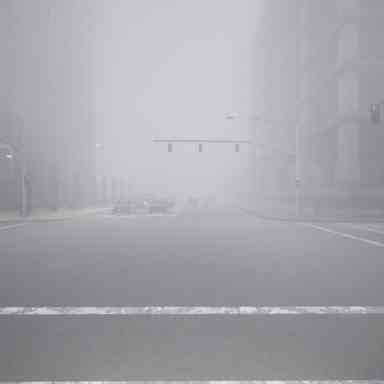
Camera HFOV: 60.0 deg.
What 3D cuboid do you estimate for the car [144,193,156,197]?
[{"bbox_3d":[-7.070,1.221,54.657,2.150,2.045,5.566,0,0,0],"label":"car"}]

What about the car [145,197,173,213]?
[{"bbox_3d":[-3.588,1.547,37.057,2.033,1.411,5.357,0,0,0],"label":"car"}]

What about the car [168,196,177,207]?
[{"bbox_3d":[-3.584,1.478,46.703,1.882,1.535,5.008,0,0,0],"label":"car"}]

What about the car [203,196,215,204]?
[{"bbox_3d":[3.521,1.492,64.594,2.128,1.511,4.902,0,0,0],"label":"car"}]

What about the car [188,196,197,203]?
[{"bbox_3d":[0.123,1.564,69.868,1.994,1.385,4.181,0,0,0],"label":"car"}]

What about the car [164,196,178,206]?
[{"bbox_3d":[-3.565,1.492,57.066,2.128,1.511,4.902,0,0,0],"label":"car"}]

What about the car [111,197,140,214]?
[{"bbox_3d":[-7.089,1.505,34.889,1.837,1.490,4.892,0,0,0],"label":"car"}]

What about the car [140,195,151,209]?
[{"bbox_3d":[-7.083,1.505,44.293,1.837,1.490,4.892,0,0,0],"label":"car"}]

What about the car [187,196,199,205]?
[{"bbox_3d":[0.118,1.478,57.164,1.882,1.535,5.008,0,0,0],"label":"car"}]

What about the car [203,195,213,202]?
[{"bbox_3d":[3.524,1.508,73.669,1.812,1.442,4.674,0,0,0],"label":"car"}]
